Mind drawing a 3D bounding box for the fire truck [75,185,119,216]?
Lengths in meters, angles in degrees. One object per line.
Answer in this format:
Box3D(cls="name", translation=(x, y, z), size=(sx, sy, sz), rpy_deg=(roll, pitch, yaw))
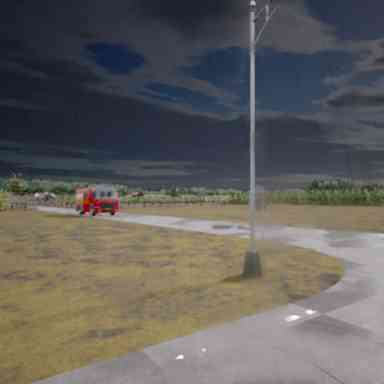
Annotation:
Box3D(cls="fire truck", translation=(-12.312, 1.042, 42.554), size=(2.891, 3.827, 8.468), rpy_deg=(0, -1, -35))
